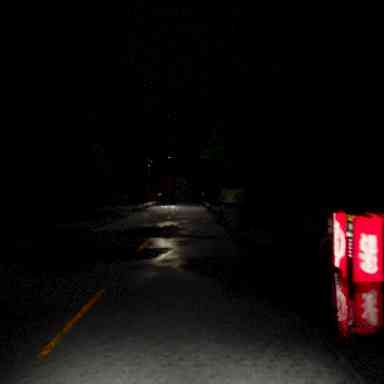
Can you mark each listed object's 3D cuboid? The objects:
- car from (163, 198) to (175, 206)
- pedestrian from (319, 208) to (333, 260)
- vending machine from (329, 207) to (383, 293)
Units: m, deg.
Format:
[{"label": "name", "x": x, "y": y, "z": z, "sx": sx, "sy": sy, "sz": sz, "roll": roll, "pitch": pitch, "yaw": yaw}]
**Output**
[{"label": "car", "x": -4.044, "y": 1.765, "z": 58.413, "sx": 1.994, "sy": 1.385, "sz": 4.181, "roll": 0, "pitch": 0, "yaw": -2}, {"label": "pedestrian", "x": 4.035, "y": 1.224, "z": 9.704, "sx": 0.375, "sy": 1.860, "sz": 0.375, "roll": 0, "pitch": 0, "yaw": 0}, {"label": "vending machine", "x": 4.301, "y": 1.446, "z": 8.652, "sx": 1.100, "sy": 2.100, "sz": 0.880, "roll": 0, "pitch": 0, "yaw": 0}]
